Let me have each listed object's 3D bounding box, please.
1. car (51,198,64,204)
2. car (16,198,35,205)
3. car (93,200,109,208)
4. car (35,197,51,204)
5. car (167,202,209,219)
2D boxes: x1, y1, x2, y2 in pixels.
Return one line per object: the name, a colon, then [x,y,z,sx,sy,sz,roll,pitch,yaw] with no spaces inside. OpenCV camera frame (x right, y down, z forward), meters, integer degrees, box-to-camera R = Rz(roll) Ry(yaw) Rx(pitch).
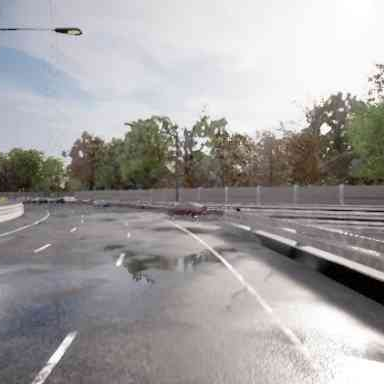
car: [-31.689,2.071,77.667,4.892,1.490,1.837,-1,-1,44]
car: [-37.107,2.056,73.114,4.902,1.511,2.128,-1,-1,44]
car: [-15.303,1.989,55.921,1.994,1.385,4.181,0,-2,-29]
car: [-34.579,1.900,75.538,4.553,1.767,2.097,-1,-1,44]
car: [-0.433,1.724,32.365,1.812,1.442,4.674,0,-1,-45]
